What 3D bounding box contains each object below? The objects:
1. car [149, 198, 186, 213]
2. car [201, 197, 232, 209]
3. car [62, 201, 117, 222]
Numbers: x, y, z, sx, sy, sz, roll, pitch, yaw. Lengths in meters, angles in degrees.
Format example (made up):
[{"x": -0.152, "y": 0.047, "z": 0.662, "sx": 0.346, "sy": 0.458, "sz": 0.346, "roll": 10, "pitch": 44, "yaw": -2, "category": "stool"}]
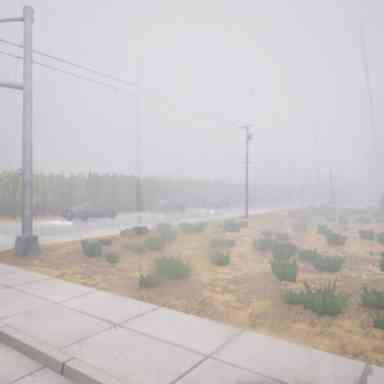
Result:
[{"x": -2.342, "y": 1.374, "z": 33.622, "sx": 1.812, "sy": 1.442, "sz": 4.674, "roll": 1, "pitch": 0, "yaw": 32, "category": "car"}, {"x": 3.269, "y": 1.391, "z": 42.413, "sx": 2.033, "sy": 1.411, "sz": 5.357, "roll": 1, "pitch": 0, "yaw": 33, "category": "car"}, {"x": -7.687, "y": 1.417, "z": 25.287, "sx": 1.994, "sy": 1.385, "sz": 4.181, "roll": 1, "pitch": 0, "yaw": 33, "category": "car"}]
